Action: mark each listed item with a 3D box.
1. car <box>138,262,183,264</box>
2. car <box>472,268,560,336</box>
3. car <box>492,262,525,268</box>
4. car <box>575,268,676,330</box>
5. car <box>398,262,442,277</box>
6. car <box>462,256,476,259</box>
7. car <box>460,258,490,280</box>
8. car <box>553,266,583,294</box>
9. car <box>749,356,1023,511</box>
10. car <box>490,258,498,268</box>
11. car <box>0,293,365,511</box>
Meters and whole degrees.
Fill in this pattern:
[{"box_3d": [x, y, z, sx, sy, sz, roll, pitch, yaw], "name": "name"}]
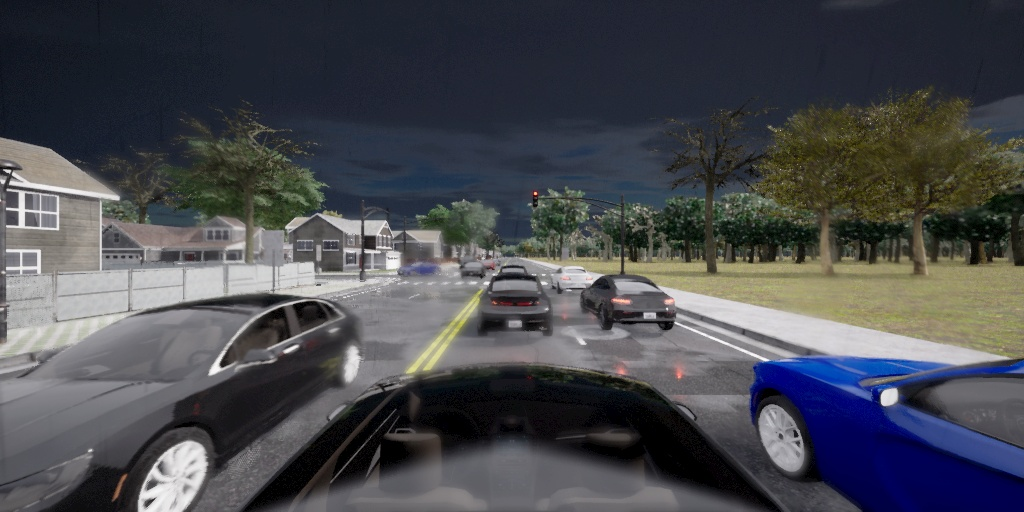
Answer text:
[{"box_3d": [-28.871, 1.323, 30.819, 4.674, 1.442, 1.812, 0, 0, 0], "name": "car"}, {"box_3d": [0.088, 1.255, 10.326, 1.837, 1.490, 4.892, 0, 0, 0], "name": "car"}, {"box_3d": [0.069, 1.255, 19.742, 1.837, 1.490, 4.892, 0, 0, 0], "name": "car"}, {"box_3d": [3.339, 1.276, 10.964, 1.812, 1.442, 4.674, 0, 0, 0], "name": "car"}, {"box_3d": [-9.073, 1.277, 35.658, 1.812, 1.442, 4.674, 1, 0, 35], "name": "car"}, {"box_3d": [-6.554, 0.957, 54.590, 2.150, 2.045, 5.566, 0, 0, 0], "name": "car"}, {"box_3d": [-3.330, 1.226, 31.771, 1.882, 1.535, 5.008, 0, 0, 0], "name": "car"}, {"box_3d": [3.322, 1.276, 20.069, 1.812, 1.442, 4.674, 0, 0, 0], "name": "car"}, {"box_3d": [3.350, 1.228, 1.649, 1.882, 1.535, 5.008, 0, 0, 0], "name": "car"}, {"box_3d": [-3.306, 1.216, 48.621, 1.882, 1.535, 5.008, 0, 0, 0], "name": "car"}, {"box_3d": [-3.350, 1.256, 4.087, 1.837, 1.490, 4.892, 0, 0, 0], "name": "car"}]
